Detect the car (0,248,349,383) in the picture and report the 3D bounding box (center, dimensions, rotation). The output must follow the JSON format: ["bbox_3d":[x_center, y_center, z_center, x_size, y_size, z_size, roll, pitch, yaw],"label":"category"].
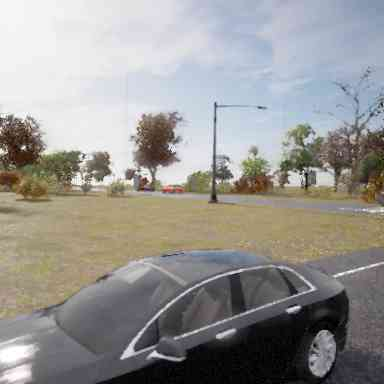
[{"bbox_3d":[-0.147,1.500,3.767,4.892,1.490,1.837,0,0,-35],"label":"car"}]

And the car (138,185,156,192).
[{"bbox_3d":[-9.045,-0.655,66.021,1.895,1.301,4.718,0,2,-36],"label":"car"}]

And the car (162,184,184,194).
[{"bbox_3d":[-3.416,-0.595,58.169,2.097,1.767,4.553,0,2,-36],"label":"car"}]
